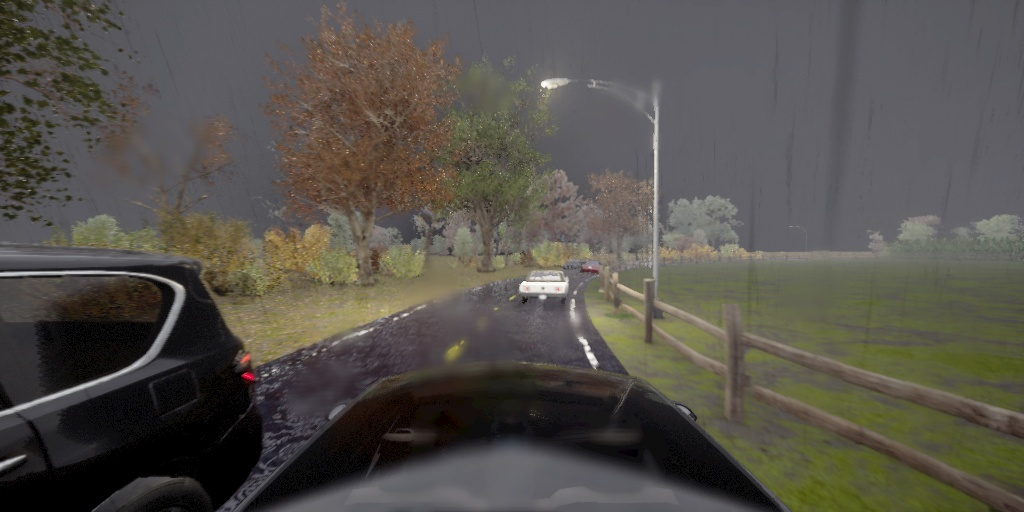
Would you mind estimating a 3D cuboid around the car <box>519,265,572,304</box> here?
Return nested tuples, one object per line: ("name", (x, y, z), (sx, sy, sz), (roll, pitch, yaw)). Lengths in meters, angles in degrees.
("car", (1.573, 1.291, 16.088), (1.895, 1.301, 4.718), (0, 1, 10))

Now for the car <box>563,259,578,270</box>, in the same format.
("car", (7.280, 1.026, 41.294), (1.994, 1.385, 4.181), (1, 1, 28))

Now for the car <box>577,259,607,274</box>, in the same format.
("car", (8.590, 1.081, 37.367), (1.994, 1.385, 4.181), (1, 1, 25))

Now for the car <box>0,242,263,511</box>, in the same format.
("car", (-2.755, 0.954, 0.105), (2.150, 2.045, 5.566), (0, 0, 0))
